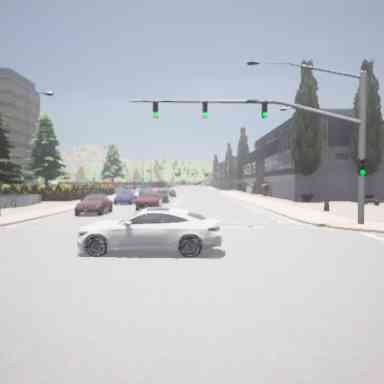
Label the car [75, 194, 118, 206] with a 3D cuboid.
[{"bbox_3d":[-7.101,0.890,24.476,1.812,1.442,4.674,0,1,0],"label":"car"}]

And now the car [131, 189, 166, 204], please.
[{"bbox_3d":[-3.600,0.739,28.460,1.882,1.535,5.008,0,1,0],"label":"car"}]

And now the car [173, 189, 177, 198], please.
[{"bbox_3d":[-3.545,0.177,53.601,1.994,1.385,4.181,0,1,1],"label":"car"}]

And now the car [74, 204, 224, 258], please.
[{"bbox_3d":[-1.309,1.248,10.822,4.674,1.442,1.812,0,2,2],"label":"car"}]

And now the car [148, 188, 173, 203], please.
[{"bbox_3d":[-3.597,0.501,38.671,1.837,1.490,4.892,0,2,0],"label":"car"}]

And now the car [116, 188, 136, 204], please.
[{"bbox_3d":[-7.097,0.600,35.688,1.812,1.442,4.674,0,1,0],"label":"car"}]

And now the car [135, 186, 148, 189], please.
[{"bbox_3d":[-7.069,0.184,50.563,2.128,1.511,4.902,0,1,0],"label":"car"}]
